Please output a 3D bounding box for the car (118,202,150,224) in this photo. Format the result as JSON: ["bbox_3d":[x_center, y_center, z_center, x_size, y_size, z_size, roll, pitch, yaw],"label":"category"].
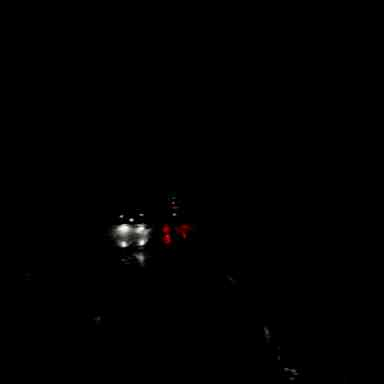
[{"bbox_3d":[-4.123,1.430,24.437,2.033,1.411,5.357,-2,1,-3],"label":"car"}]

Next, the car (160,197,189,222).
[{"bbox_3d":[-1.274,1.253,24.309,2.128,1.511,4.902,-2,1,-3],"label":"car"}]

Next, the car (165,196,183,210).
[{"bbox_3d":[-2.097,1.238,38.580,1.895,1.301,4.718,-2,1,-3],"label":"car"}]
